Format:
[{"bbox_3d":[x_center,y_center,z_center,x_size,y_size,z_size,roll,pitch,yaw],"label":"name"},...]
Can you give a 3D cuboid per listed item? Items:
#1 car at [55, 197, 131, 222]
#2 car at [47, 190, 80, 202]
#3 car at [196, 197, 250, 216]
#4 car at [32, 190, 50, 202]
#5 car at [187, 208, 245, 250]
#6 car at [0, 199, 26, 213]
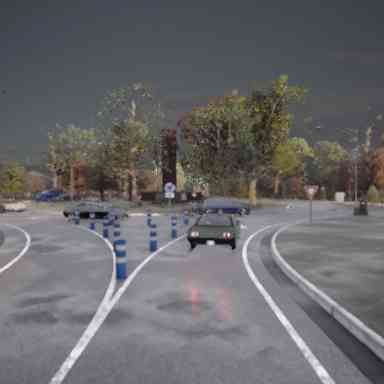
[{"bbox_3d":[-6.960,1.395,24.344,4.902,1.511,2.128,0,1,9],"label":"car"},{"bbox_3d":[-21.058,0.923,55.697,1.837,1.490,4.892,0,0,31],"label":"car"},{"bbox_3d":[2.710,1.189,28.679,4.553,1.767,2.097,0,1,-18],"label":"car"},{"bbox_3d":[-24.230,0.625,56.588,2.150,2.045,5.566,0,1,28],"label":"car"},{"bbox_3d":[1.142,1.606,14.606,1.895,1.301,4.718,0,0,11],"label":"car"},{"bbox_3d":[-18.289,1.366,33.350,1.895,1.301,4.718,-1,1,-43],"label":"car"}]
